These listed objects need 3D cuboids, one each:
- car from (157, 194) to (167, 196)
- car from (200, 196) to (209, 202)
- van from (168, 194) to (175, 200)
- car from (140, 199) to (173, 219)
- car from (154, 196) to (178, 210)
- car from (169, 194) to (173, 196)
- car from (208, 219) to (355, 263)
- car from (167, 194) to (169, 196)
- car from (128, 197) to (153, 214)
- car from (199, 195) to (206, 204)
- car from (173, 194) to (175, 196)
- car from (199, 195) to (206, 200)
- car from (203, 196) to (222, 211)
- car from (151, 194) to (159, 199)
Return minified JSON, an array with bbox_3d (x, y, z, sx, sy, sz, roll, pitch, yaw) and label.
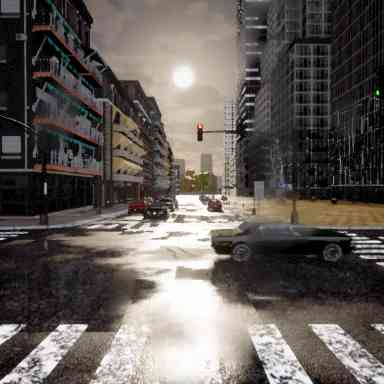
[{"bbox_3d":[-5.600,1.312,52.279,2.192,1.841,5.009,-1,0,0],"label":"car"},{"bbox_3d":[2.796,1.547,74.915,1.887,1.381,4.507,-1,0,0],"label":"car"},{"bbox_3d":[-5.520,1.349,91.820,1.690,1.788,3.998,-1,0,0],"label":"van"},{"bbox_3d":[-3.042,1.560,29.105,1.994,1.385,4.181,0,0,0],"label":"car"},{"bbox_3d":[-3.017,1.500,39.015,1.837,1.490,4.892,0,0,0],"label":"car"},{"bbox_3d":[-5.562,1.583,69.226,1.802,1.307,4.206,-1,0,0],"label":"car"},{"bbox_3d":[2.940,1.612,11.465,4.718,1.301,1.895,0,1,0],"label":"car"},{"bbox_3d":[-5.587,1.438,57.927,1.967,1.590,4.097,-1,0,0],"label":"car"},{"bbox_3d":[-5.631,1.540,35.332,1.887,1.381,4.507,-1,0,0],"label":"car"},{"bbox_3d":[2.773,1.550,63.617,2.008,1.369,4.403,-1,0,0],"label":"car"},{"bbox_3d":[-5.532,1.321,86.173,2.192,1.841,5.009,-1,0,0],"label":"car"},{"bbox_3d":[2.830,1.534,92.033,1.752,1.417,4.829,-1,0,0],"label":"car"},{"bbox_3d":[2.727,1.540,41.021,1.887,1.381,4.507,-1,0,0],"label":"car"},{"bbox_3d":[-5.621,1.435,40.981,1.967,1.590,4.097,-1,0,0],"label":"car"}]
